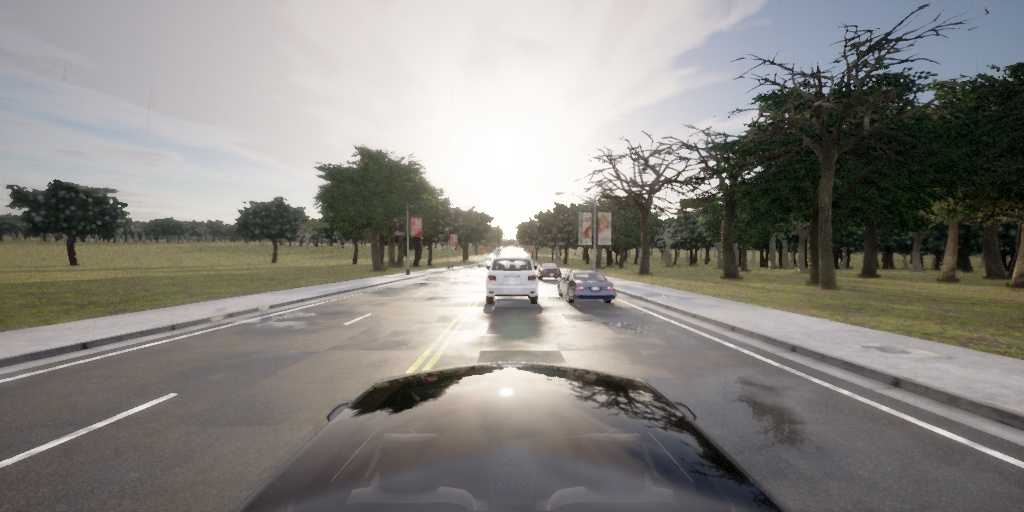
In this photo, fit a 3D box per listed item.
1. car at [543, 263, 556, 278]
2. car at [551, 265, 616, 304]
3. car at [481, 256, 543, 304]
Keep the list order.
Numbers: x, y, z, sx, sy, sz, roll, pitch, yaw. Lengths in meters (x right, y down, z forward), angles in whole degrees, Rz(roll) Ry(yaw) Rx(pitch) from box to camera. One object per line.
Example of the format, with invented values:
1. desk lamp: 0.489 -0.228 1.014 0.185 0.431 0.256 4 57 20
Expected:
1. car: 3.250 1.356 31.520 1.812 1.442 4.674 0 0 0
2. car: 3.250 1.328 16.509 2.033 1.411 5.357 0 0 0
3. car: 0.000 1.023 16.538 2.150 2.045 5.566 0 0 0
